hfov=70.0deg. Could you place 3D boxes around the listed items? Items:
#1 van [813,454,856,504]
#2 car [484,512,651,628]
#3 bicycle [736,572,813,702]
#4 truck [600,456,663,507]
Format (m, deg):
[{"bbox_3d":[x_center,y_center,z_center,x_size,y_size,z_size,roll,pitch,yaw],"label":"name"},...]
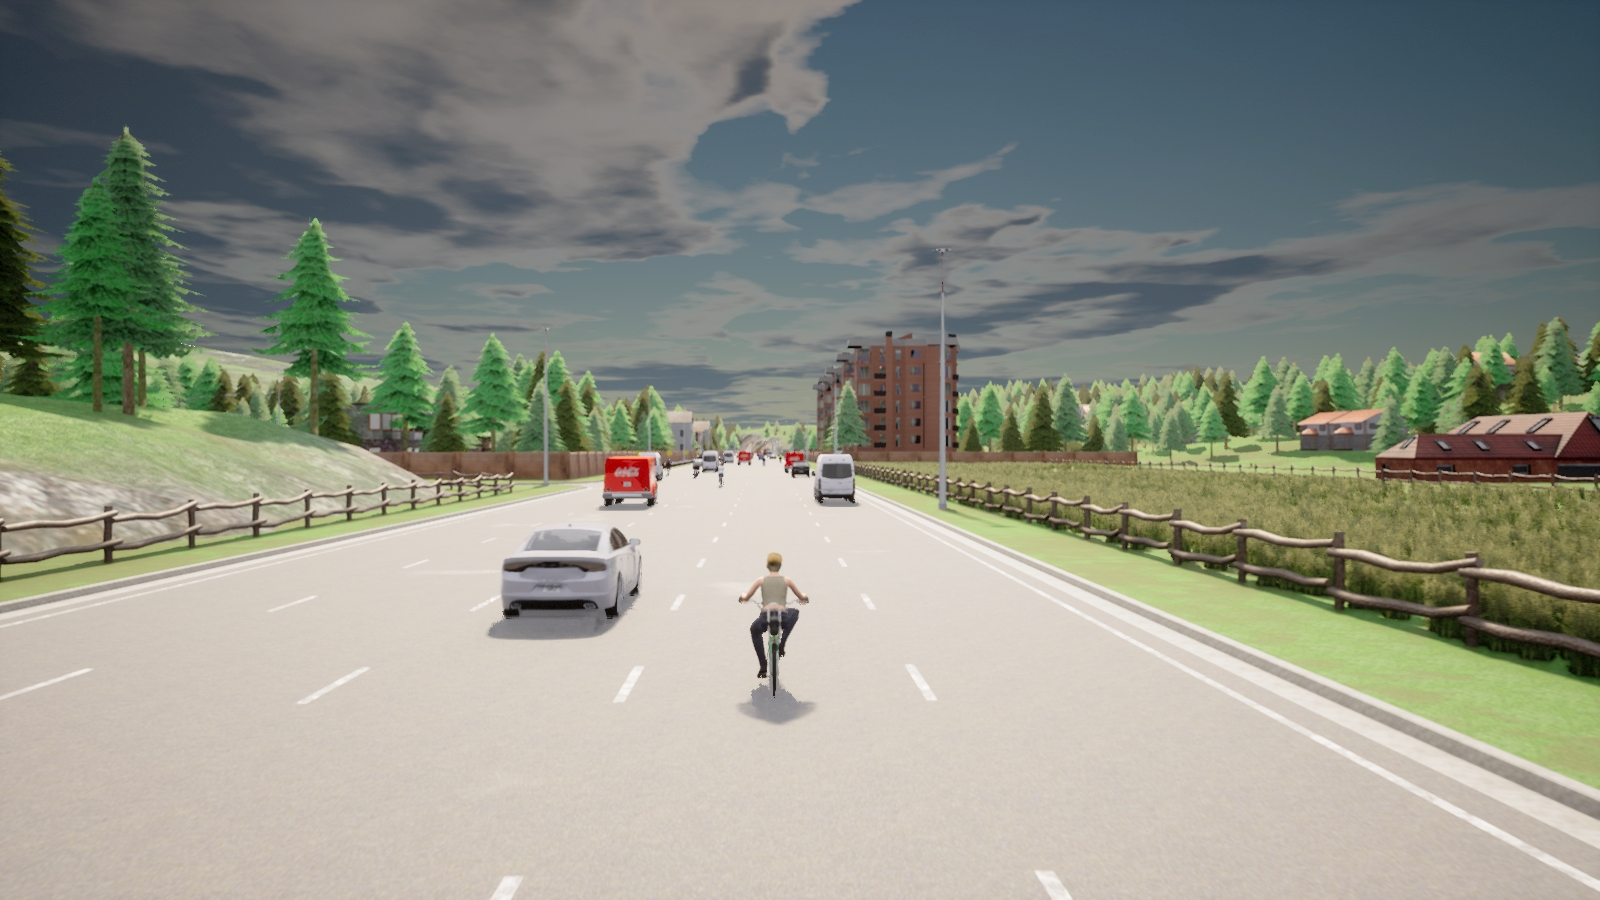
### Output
[{"bbox_3d":[1.837,1.526,62.530,1.988,2.561,5.915,0,0,-2],"label":"van"},{"bbox_3d":[-3.986,2.031,20.509,2.097,1.535,5.006,0,0,-2],"label":"car"},{"bbox_3d":[-0.305,2.156,13.440,0.859,1.276,1.487,0,0,-2],"label":"bicycle"},{"bbox_3d":[-8.549,1.563,58.537,2.627,2.467,5.204,0,0,-2],"label":"truck"}]
